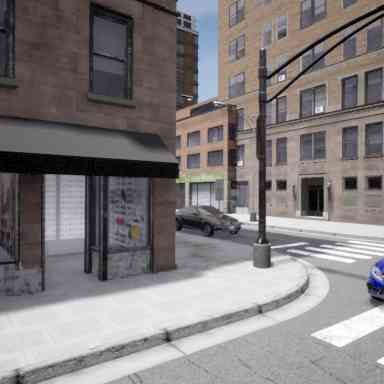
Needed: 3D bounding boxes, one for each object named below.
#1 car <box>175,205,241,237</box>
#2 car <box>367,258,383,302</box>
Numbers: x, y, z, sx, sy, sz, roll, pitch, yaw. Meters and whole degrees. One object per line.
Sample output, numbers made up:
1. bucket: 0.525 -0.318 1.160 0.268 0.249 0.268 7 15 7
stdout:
1. car: 0.600 1.444 17.920 1.812 1.442 4.674 0 0 -34
2. car: 5.630 1.518 7.097 4.674 1.442 1.812 0 0 -36
